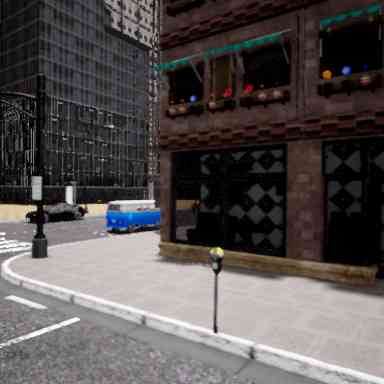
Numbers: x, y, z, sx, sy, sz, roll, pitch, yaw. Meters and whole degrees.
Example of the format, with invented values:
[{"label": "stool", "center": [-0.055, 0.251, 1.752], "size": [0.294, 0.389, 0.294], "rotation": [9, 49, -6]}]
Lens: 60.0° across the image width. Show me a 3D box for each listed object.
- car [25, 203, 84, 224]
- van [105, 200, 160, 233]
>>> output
[{"label": "car", "center": [-10.098, 1.512, 24.802], "size": [1.947, 1.339, 4.313], "rotation": [1, 1, 35]}, {"label": "van", "center": [-3.266, 1.396, 19.943], "size": [1.690, 1.788, 3.998], "rotation": [1, 1, 35]}]
